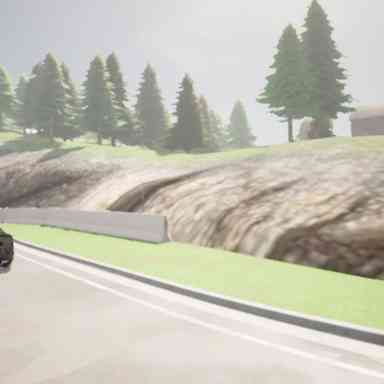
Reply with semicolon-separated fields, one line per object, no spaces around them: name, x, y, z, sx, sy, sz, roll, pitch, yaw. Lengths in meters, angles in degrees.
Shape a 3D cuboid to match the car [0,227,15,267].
car;-7.484;1.601;10.969;1.882;1.535;5.008;0;0;-44
